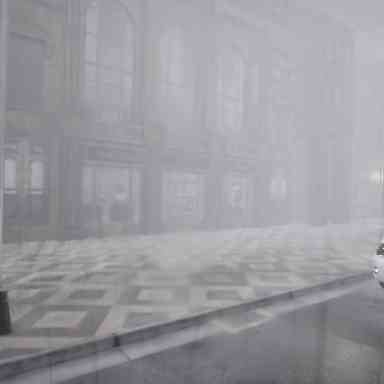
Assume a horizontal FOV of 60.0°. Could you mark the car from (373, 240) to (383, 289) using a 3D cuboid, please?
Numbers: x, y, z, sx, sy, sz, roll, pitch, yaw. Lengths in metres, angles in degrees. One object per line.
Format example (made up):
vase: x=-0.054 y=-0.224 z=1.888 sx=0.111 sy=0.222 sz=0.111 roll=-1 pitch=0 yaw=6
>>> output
car: x=6.739 y=1.355 z=8.202 sx=5.566 sy=2.045 sz=2.150 roll=1 pitch=-1 yaw=-36
